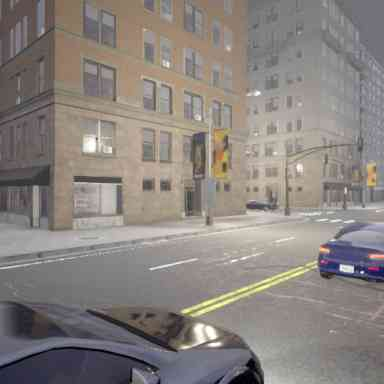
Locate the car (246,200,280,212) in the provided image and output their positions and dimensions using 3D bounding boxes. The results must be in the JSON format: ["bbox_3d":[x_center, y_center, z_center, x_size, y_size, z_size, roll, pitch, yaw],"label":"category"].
[{"bbox_3d":[7.735,1.591,38.793,4.718,1.301,1.895,0,0,43],"label":"car"}]

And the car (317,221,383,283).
[{"bbox_3d":[4.988,1.528,9.027,1.812,1.442,4.674,0,0,43],"label":"car"}]

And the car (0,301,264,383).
[{"bbox_3d":[-1.202,1.564,2.392,1.994,1.385,4.181,0,0,43],"label":"car"}]
